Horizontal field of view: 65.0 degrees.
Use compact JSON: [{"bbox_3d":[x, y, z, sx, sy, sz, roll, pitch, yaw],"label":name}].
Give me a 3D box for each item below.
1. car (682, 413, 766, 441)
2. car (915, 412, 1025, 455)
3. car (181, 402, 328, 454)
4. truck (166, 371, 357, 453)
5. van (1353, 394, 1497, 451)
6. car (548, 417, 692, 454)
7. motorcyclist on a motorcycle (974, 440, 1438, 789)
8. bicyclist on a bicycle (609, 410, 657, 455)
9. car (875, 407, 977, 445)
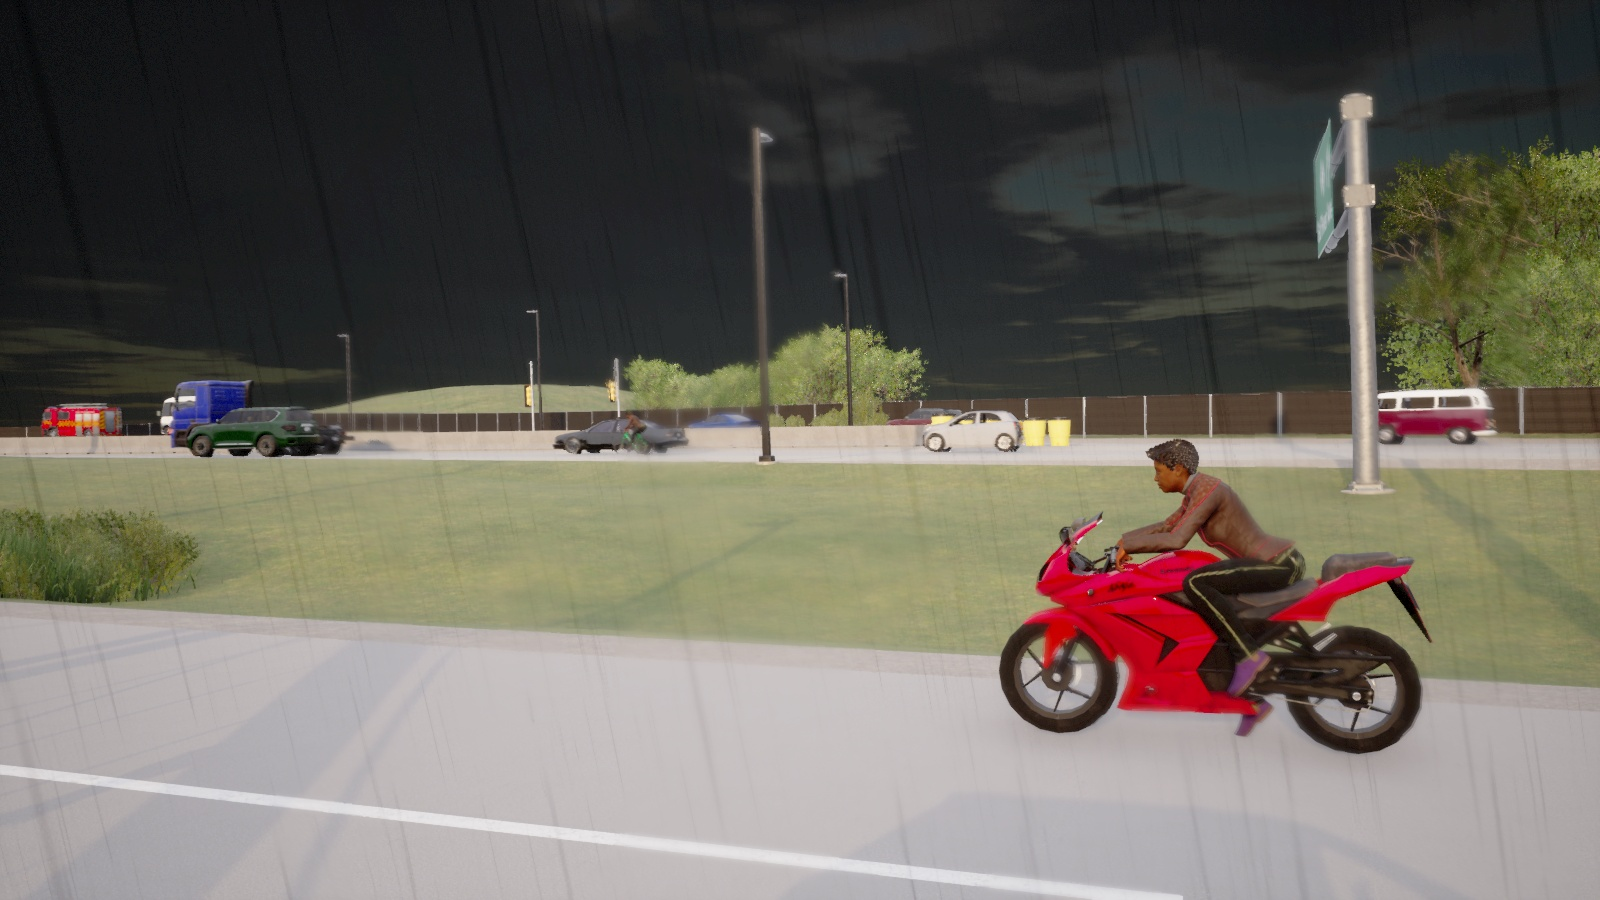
[{"bbox_3d":[-4.332,-1.306,70.697,1.882,1.535,5.008,-2,2,-44],"label":"car"},{"bbox_3d":[6.159,-0.593,45.357,3.633,1.501,1.845,0,1,19],"label":"car"},{"bbox_3d":[-22.422,-0.888,51.615,5.566,2.045,2.150,0,1,19],"label":"car"},{"bbox_3d":[-23.933,-1.644,55.837,7.936,3.462,2.891,0,1,19],"label":"truck"},{"bbox_3d":[23.104,-1.016,46.476,4.480,2.038,2.069,1,2,37],"label":"van"},{"bbox_3d":[-7.170,-0.581,50.006,5.357,1.411,2.033,0,1,19],"label":"car"},{"bbox_3d":[1.955,0.718,6.226,2.044,1.523,0.797,0,1,19],"label":"motorcyclist on a motorcycle"},{"bbox_3d":[-6.115,-0.623,45.931,1.656,1.620,0.582,0,1,19],"label":"bicyclist on a bicycle"},{"bbox_3d":[6.039,-1.180,60.631,4.553,1.767,2.097,1,2,42],"label":"car"}]
